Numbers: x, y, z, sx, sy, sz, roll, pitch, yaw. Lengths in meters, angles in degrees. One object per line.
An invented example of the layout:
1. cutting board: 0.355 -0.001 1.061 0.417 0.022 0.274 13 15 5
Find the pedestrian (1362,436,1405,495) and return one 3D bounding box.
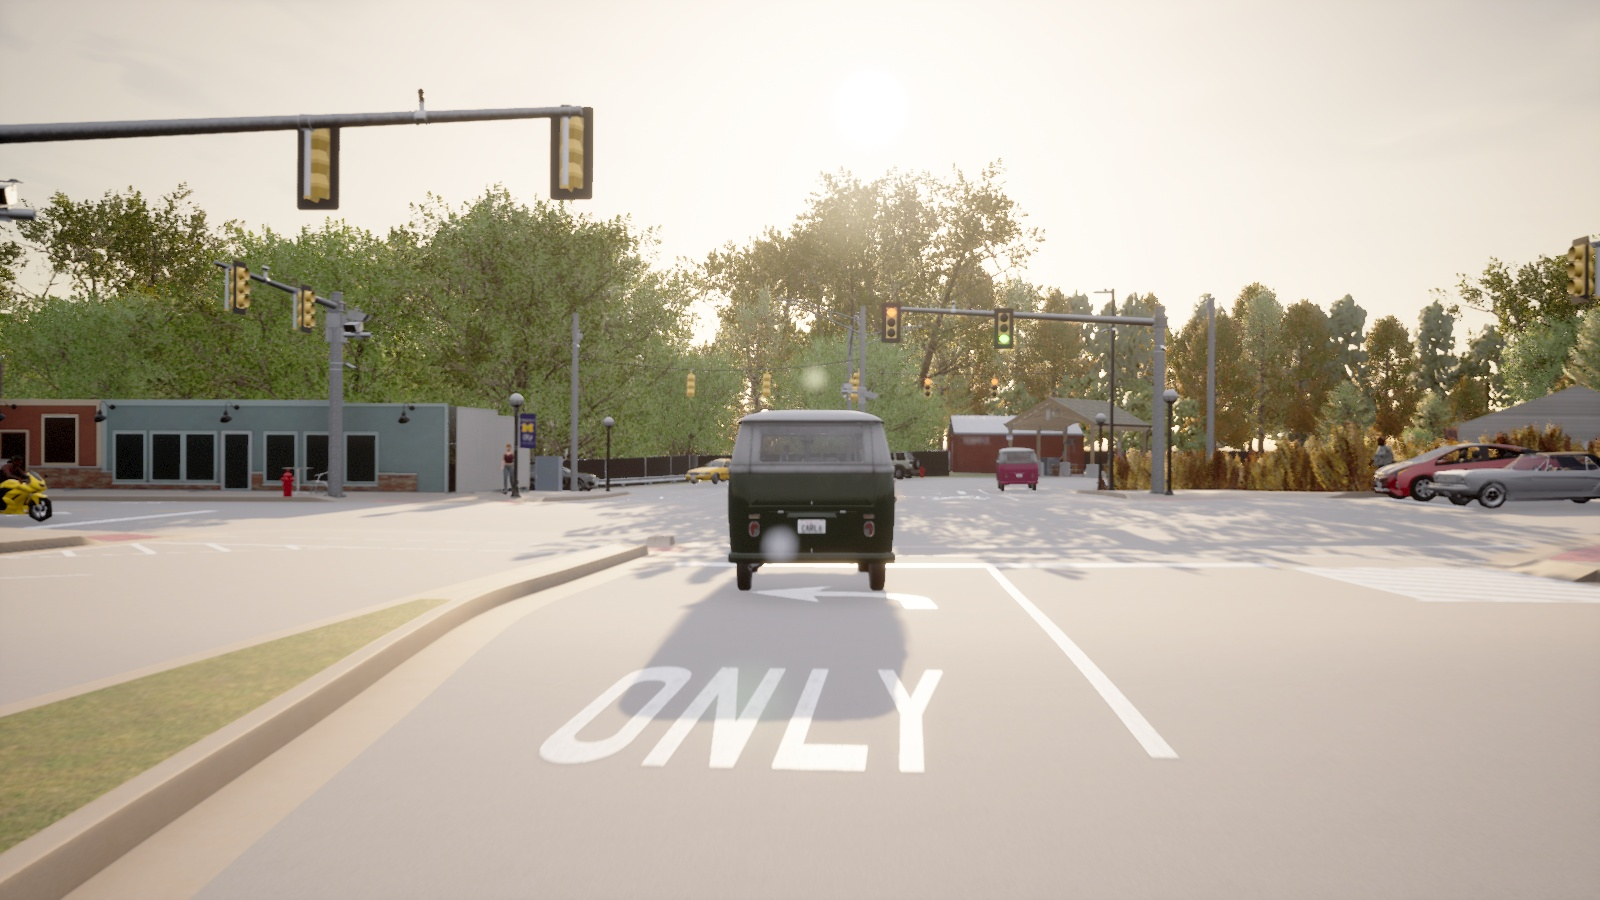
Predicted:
1. pedestrian: 18.716 0.490 40.277 0.900 1.855 0.874 1 0 -7

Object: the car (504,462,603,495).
1. car: -13.280 1.533 67.795 4.856 1.649 2.033 -1 1 8

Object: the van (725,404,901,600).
1. van: 0.121 0.569 14.935 1.775 1.987 4.442 0 -1 0

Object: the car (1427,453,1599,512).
1. car: 18.046 0.755 30.449 4.718 1.301 1.895 -1 0 4

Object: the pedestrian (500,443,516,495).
1. pedestrian: -10.356 0.674 44.508 0.345 1.836 0.594 1 0 6

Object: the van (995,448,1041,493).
1. van: 10.213 0.922 59.044 1.775 1.987 4.442 -1 0 6

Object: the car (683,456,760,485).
1. car: -4.694 1.211 76.003 1.801 1.575 5.366 -1 1 33

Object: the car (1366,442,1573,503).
1. car: 18.104 0.594 34.122 4.514 1.525 2.007 -1 0 4

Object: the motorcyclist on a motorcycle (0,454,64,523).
1. motorcyclist on a motorcycle: -17.858 0.861 28.385 2.044 1.523 0.797 0 0 6

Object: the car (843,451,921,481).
1. car: 5.263 0.998 80.890 4.605 1.855 1.932 0 0 24
